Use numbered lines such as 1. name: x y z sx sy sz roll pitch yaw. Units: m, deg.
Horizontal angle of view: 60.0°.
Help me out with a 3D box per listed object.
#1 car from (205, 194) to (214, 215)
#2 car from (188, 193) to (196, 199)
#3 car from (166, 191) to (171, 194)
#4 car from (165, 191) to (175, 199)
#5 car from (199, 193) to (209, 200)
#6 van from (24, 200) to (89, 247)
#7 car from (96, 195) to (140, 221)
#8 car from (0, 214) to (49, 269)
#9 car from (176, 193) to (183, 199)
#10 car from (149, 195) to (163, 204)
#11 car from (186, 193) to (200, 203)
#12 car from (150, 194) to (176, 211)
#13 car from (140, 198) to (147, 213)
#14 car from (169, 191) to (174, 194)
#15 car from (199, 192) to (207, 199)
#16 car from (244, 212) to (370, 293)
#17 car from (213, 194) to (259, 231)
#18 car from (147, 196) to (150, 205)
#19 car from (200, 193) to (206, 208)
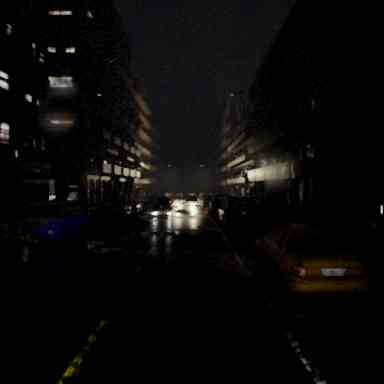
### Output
1. car: 2.673 1.098 30.846 2.192 1.841 5.009 -1 0 0
2. car: -0.009 0.898 73.305 1.895 1.301 4.718 0 0 0
3. car: -5.708 1.100 64.487 2.008 1.369 4.403 -1 0 0
4. car: -5.714 0.709 86.893 2.192 1.841 5.009 -1 0 0
5. car: 2.671 1.037 75.663 1.947 1.339 4.313 -1 0 0
6. van: -5.672 1.241 14.068 1.690 1.788 3.998 -1 0 0
7. car: -5.696 1.137 25.271 2.192 1.841 5.009 -1 0 0
8. car: -5.668 1.490 8.467 2.008 1.369 4.403 -1 0 0
9. car: -3.009 0.979 77.189 1.895 1.301 4.718 0 0 0
10. car: -5.706 1.208 53.283 1.802 1.307 4.206 -1 0 0
11. car: -0.006 1.152 58.847 1.994 1.385 4.181 0 0 0
12. car: -3.098 1.252 35.943 1.837 1.490 4.892 0 0 0
13. car: -5.711 1.333 30.875 2.008 1.369 4.403 -1 0 0
14. car: -5.709 1.022 75.691 2.008 1.369 4.403 -1 0 0
15. car: 2.668 0.873 81.264 1.967 1.590 4.097 -1 0 0
16. car: 2.679 1.464 8.610 1.752 1.417 4.829 -1 0 0
17. car: 2.674 1.176 19.642 2.192 1.841 5.009 -1 0 0
18. car: -5.706 1.247 47.681 1.802 1.307 4.206 -1 0 0
19. car: 2.345 1.163 41.872 1.801 1.575 5.366 0 0 0
